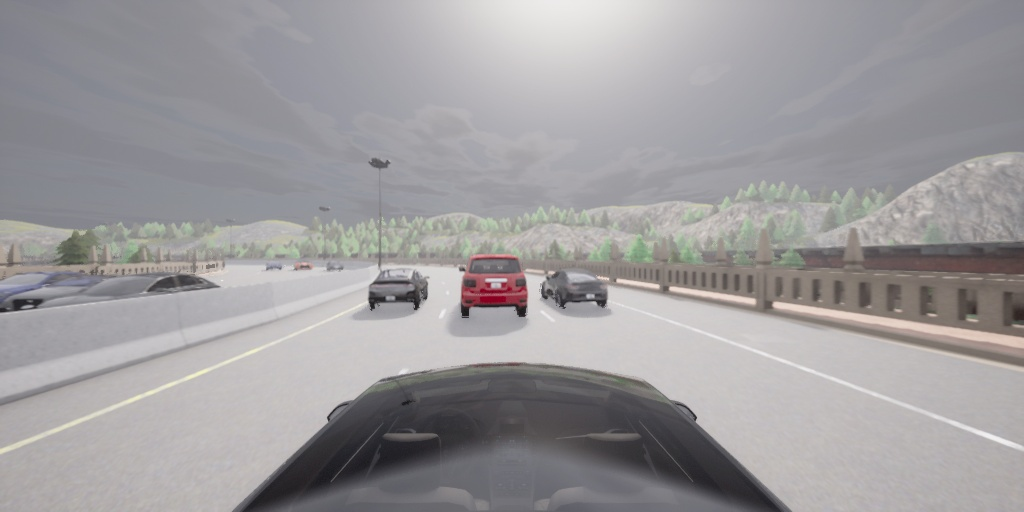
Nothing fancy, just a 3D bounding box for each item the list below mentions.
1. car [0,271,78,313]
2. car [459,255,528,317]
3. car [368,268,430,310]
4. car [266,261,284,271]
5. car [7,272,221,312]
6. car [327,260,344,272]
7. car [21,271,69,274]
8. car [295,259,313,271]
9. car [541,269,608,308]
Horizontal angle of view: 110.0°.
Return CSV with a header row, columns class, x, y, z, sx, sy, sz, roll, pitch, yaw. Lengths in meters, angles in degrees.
class,x,y,z,sx,sy,sz,roll,pitch,yaw
car,-15.062,1.370,12.917,1.994,1.385,4.181,0,0,-8
car,-0.782,0.973,13.368,2.150,2.045,5.566,0,0,-7
car,-4.558,1.257,14.875,2.128,1.511,4.902,0,0,-8
car,-34.270,1.399,51.747,1.812,1.442,4.674,0,0,-35
car,-11.303,1.297,11.050,1.837,1.490,4.892,0,0,-7
car,-24.356,1.328,49.381,2.128,1.511,4.902,0,0,-31
car,-18.788,1.346,14.325,1.812,1.442,4.674,0,0,-10
car,-30.478,1.211,52.458,2.097,1.767,4.553,0,0,-34
car,2.477,1.264,14.982,1.812,1.442,4.674,0,0,-8
